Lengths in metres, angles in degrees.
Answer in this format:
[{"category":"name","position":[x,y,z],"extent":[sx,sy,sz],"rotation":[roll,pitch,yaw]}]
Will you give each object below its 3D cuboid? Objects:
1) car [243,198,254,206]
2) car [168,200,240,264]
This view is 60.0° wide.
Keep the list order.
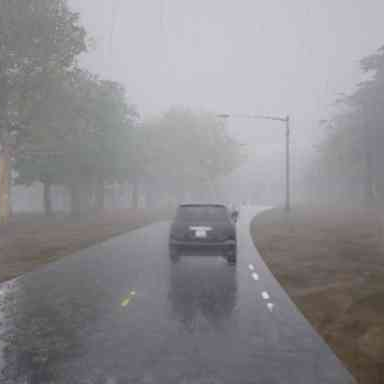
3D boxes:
[{"category":"car","position":[10.632,1.859,62.555],"extent":[2.128,1.511,4.902],"rotation":[0,-2,12]},{"category":"car","position":[0.533,1.315,12.399],"extent":[2.150,2.045,5.566],"rotation":[0,0,6]}]
